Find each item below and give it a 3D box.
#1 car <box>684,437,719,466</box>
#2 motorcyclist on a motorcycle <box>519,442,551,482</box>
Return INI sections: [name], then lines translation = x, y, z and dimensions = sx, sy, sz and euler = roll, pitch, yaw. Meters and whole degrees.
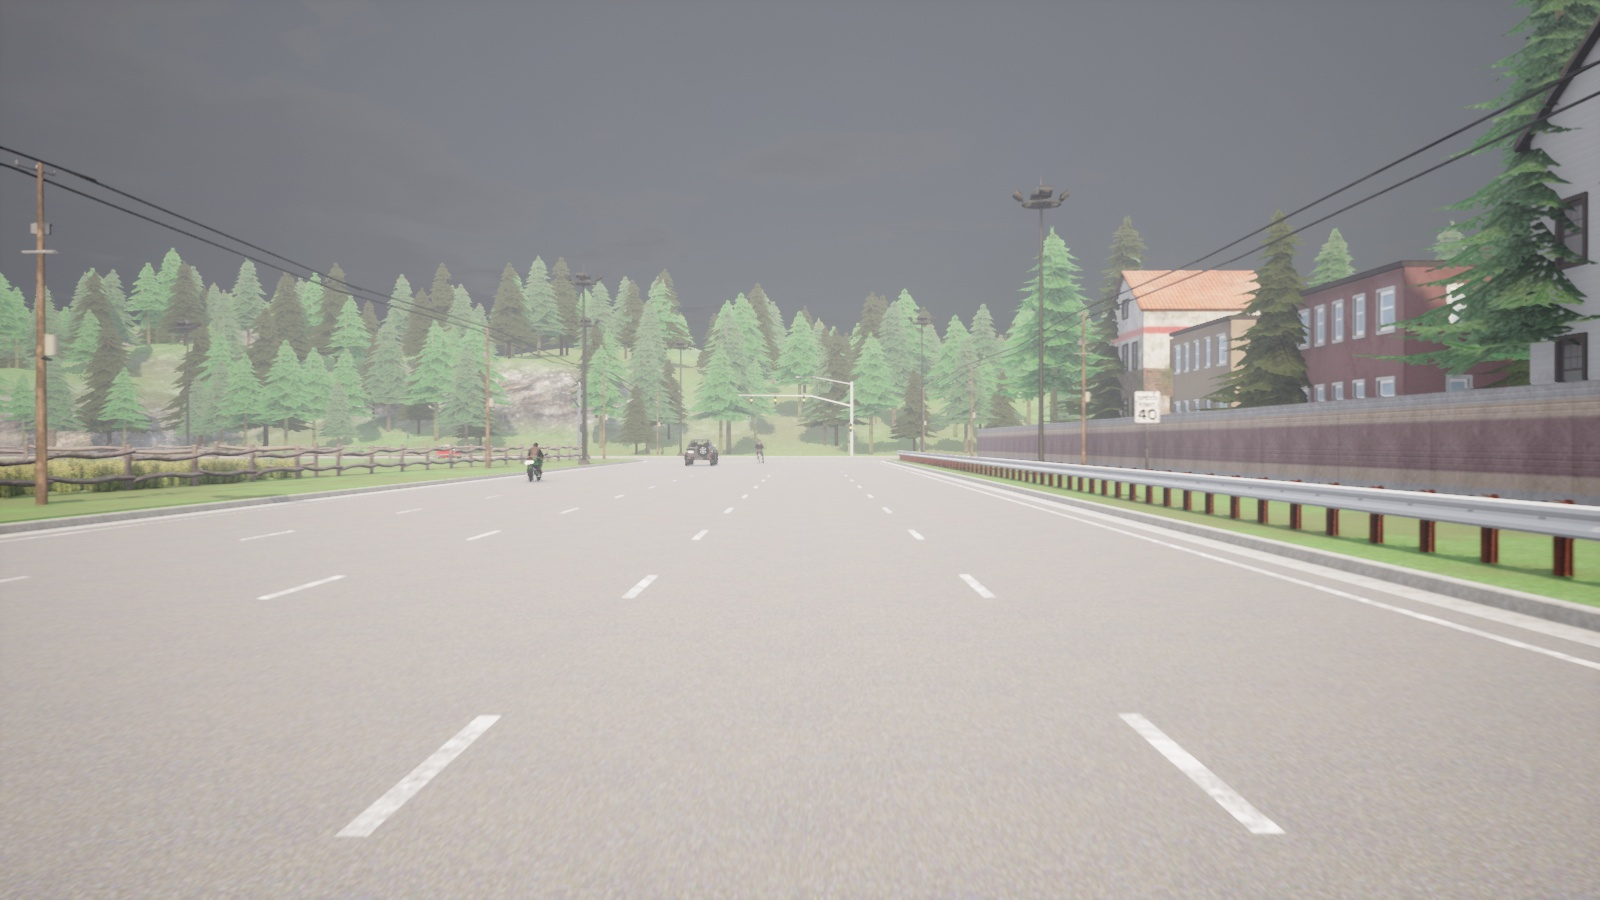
[car]
translation = -6.509, 0.088, 83.416
dimensions = 1.932, 1.855, 4.605
euler = 0, 0, 0
[motorcyclist on a motorcycle]
translation = -10.208, 0.447, 48.439
dimensions = 0.797, 1.523, 2.044
euler = 0, 0, 0
